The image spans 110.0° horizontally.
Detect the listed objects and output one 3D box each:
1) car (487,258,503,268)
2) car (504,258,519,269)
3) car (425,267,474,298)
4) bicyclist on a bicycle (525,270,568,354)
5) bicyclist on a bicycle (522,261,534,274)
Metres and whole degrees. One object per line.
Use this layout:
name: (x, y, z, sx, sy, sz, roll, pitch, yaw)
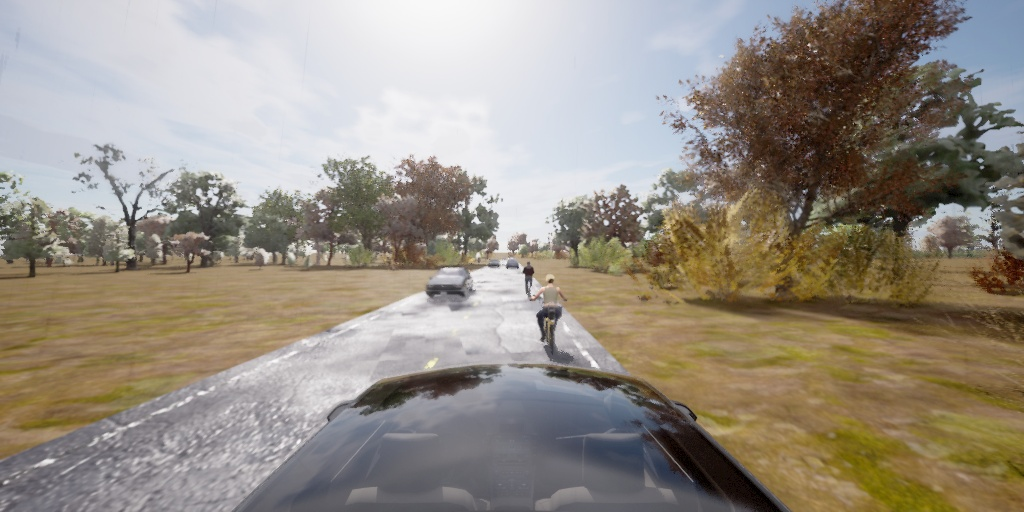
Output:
car: (-3.057, 1.254, 61.259, 1.837, 1.490, 4.892, 0, 0, 0)
car: (0.100, 1.317, 58.327, 1.994, 1.385, 4.181, 0, 0, 0)
car: (-3.101, 1.306, 18.847, 2.033, 1.411, 5.357, 0, 0, 0)
bicyclist on a bicycle: (0.809, 1.190, 7.773, 0.866, 1.612, 1.509, 0, 0, 0)
bicyclist on a bicycle: (0.826, 1.129, 18.011, 0.659, 1.776, 1.843, 0, 0, 0)
